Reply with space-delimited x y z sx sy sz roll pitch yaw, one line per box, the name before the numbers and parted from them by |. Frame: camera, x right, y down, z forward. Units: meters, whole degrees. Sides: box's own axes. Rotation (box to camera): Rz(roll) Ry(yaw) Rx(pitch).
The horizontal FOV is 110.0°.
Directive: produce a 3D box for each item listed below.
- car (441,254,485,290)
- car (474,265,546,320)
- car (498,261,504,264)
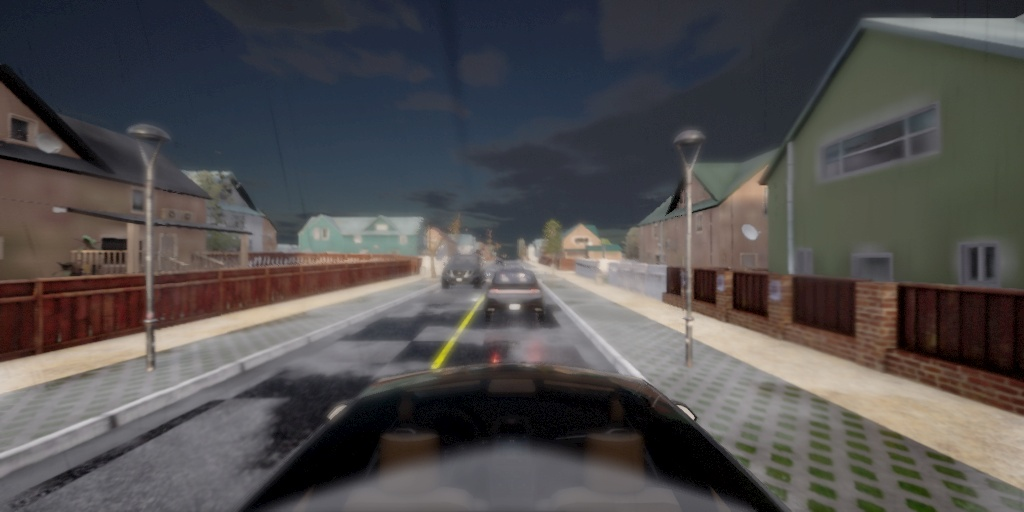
car | -2.843 0.900 22.072 2.150 2.045 5.566 0 0 0
car | 0.078 1.201 12.394 2.128 1.511 4.902 0 0 0
car | 0.062 1.272 25.339 1.895 1.301 4.718 0 0 0
